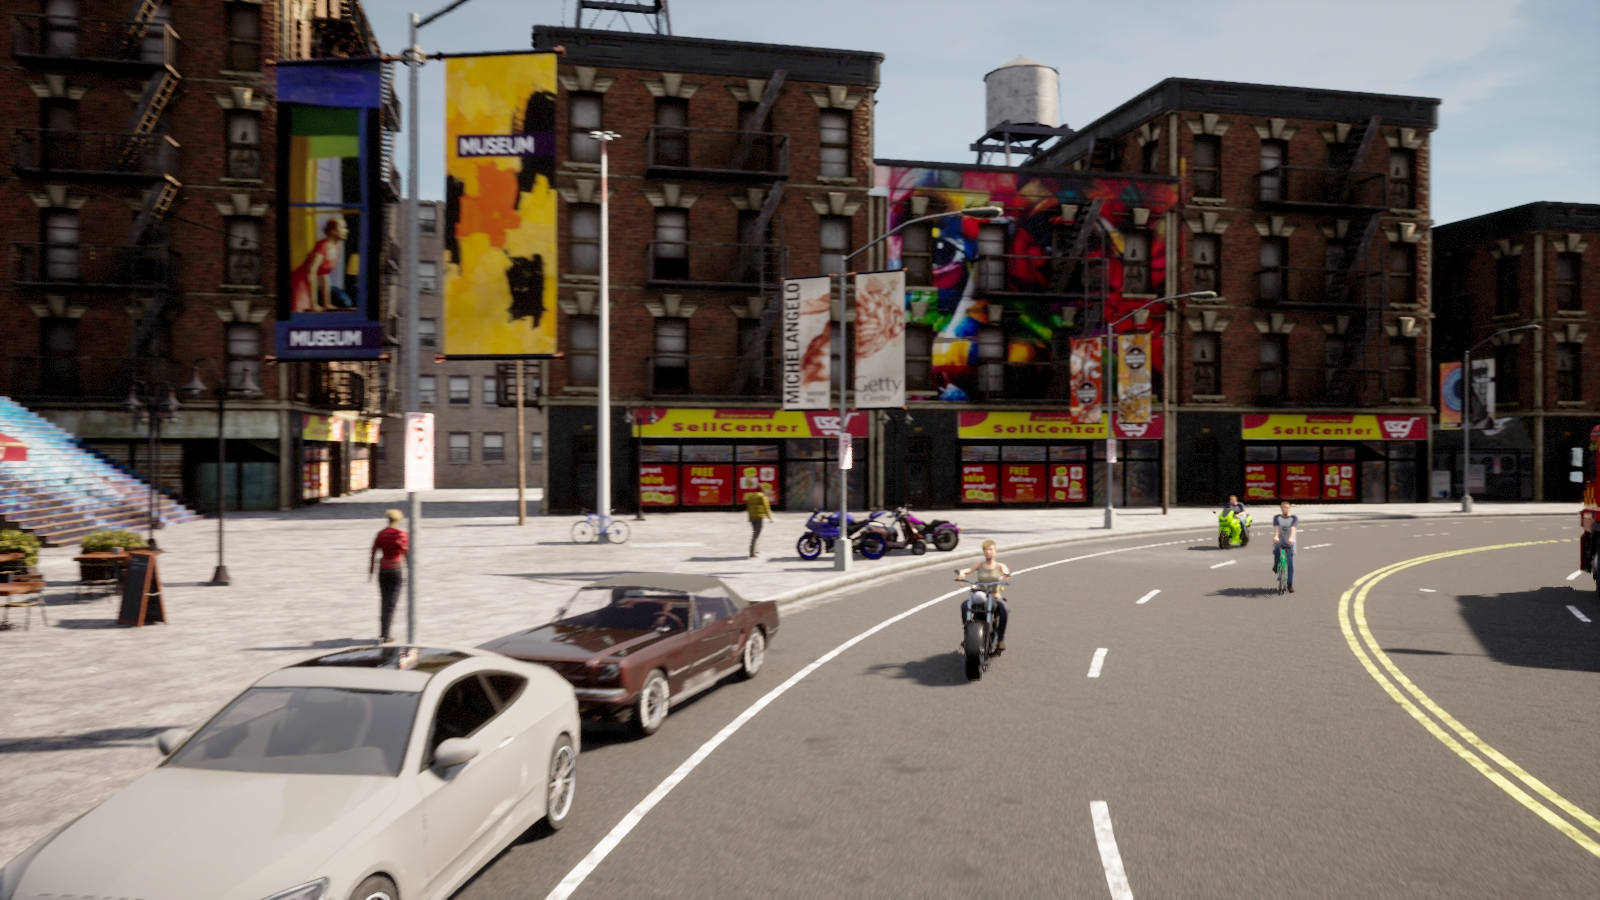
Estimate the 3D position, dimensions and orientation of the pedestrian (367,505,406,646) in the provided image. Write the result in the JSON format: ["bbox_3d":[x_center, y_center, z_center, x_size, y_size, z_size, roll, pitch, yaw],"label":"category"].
[{"bbox_3d":[-5.606,1.692,15.495,0.375,1.860,0.375,0,0,3],"label":"pedestrian"}]

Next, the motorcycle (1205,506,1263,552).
[{"bbox_3d":[12.337,2.227,32.446,0.803,1.145,2.033,1,1,43],"label":"motorcycle"}]

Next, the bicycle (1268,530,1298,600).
[{"bbox_3d":[9.431,2.217,22.289,0.373,1.196,1.643,1,1,28],"label":"bicycle"}]

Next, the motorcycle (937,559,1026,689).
[{"bbox_3d":[2.376,2.173,14.711,0.764,1.277,2.356,1,0,18],"label":"motorcycle"}]

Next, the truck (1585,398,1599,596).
[{"bbox_3d":[15.666,0.908,19.149,2.891,3.827,8.468,0,0,26],"label":"truck"}]

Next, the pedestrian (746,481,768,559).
[{"bbox_3d":[-1.044,1.695,27.664,0.375,1.860,0.375,0,0,37],"label":"pedestrian"}]
